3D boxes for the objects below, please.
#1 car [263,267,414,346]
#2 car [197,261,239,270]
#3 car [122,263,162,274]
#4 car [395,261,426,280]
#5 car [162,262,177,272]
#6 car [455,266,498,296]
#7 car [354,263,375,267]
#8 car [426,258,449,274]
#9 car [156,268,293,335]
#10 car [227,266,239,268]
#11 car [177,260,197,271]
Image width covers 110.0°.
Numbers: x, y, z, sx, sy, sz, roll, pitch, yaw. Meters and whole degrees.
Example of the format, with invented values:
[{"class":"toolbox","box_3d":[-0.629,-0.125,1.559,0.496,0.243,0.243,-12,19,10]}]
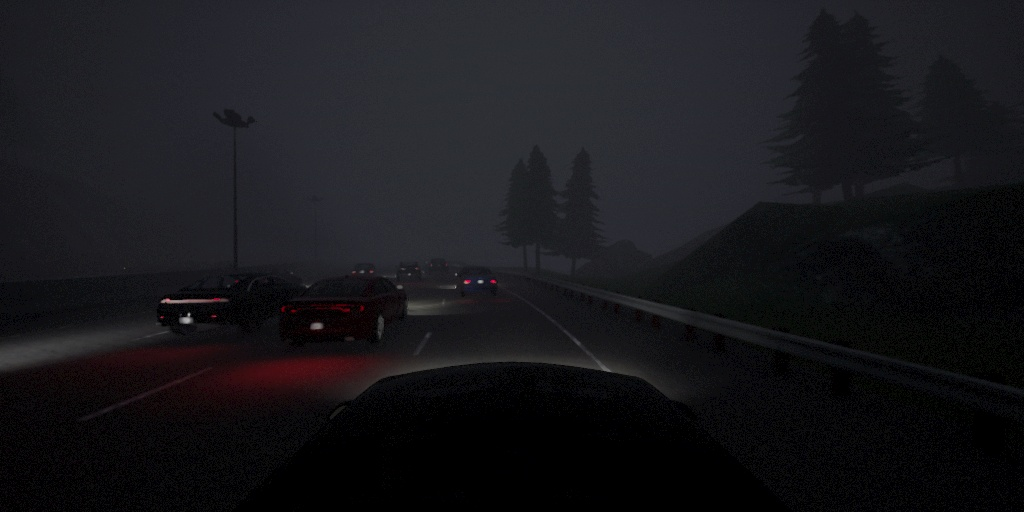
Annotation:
[{"class":"car","box_3d":[-4.085,1.220,9.517,1.882,1.535,5.008,0,0,-6]},{"class":"car","box_3d":[-30.351,1.270,37.634,2.128,1.511,4.902,0,0,-21]},{"class":"car","box_3d":[-43.341,1.430,42.258,1.895,1.301,4.718,0,0,-21]},{"class":"car","box_3d":[-8.510,1.184,29.442,2.128,1.511,4.902,0,0,-18]},{"class":"car","box_3d":[-40.394,1.310,44.272,1.837,1.490,4.892,0,0,-21]},{"class":"car","box_3d":[-1.979,1.243,19.186,2.033,1.411,5.357,0,0,-12]},{"class":"car","box_3d":[-12.175,1.258,29.625,2.033,1.411,5.357,0,0,-20]},{"class":"car","box_3d":[-8.297,1.007,39.163,2.097,1.767,4.553,0,0,-20]},{"class":"car","box_3d":[-7.720,1.249,10.603,2.128,1.511,4.902,0,0,-7]},{"class":"car","box_3d":[-12.714,1.318,18.865,1.994,1.385,4.181,0,0,-13]},{"class":"car","box_3d":[-35.180,1.356,40.439,1.994,1.385,4.181,0,0,-21]}]
